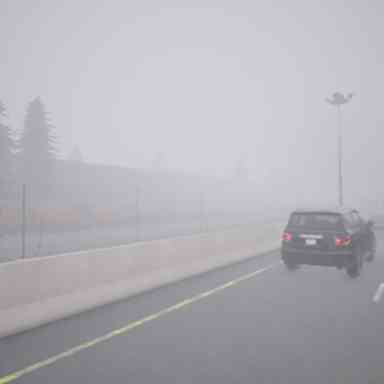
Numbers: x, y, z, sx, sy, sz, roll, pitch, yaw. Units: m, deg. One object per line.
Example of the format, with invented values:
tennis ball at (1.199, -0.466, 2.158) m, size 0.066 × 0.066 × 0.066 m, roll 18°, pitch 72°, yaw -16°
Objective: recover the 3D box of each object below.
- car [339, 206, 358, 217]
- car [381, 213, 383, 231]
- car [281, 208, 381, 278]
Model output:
car at (24.539, 3.011, 52.105) m, size 1.882 × 1.535 × 5.008 m, roll -2°, pitch -2°, yaw 35°
car at (14.362, 2.294, 25.135) m, size 1.994 × 1.385 × 4.181 m, roll -2°, pitch -2°, yaw 36°
car at (4.975, 1.579, 11.742) m, size 2.150 × 2.045 × 5.566 m, roll -2°, pitch -2°, yaw 35°
